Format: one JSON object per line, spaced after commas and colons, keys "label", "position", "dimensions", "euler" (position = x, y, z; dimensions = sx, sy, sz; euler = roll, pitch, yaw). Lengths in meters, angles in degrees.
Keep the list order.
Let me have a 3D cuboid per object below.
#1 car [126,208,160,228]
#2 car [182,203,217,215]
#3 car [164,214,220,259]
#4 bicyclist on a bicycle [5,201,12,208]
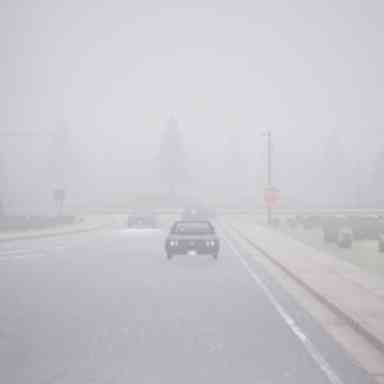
{"label": "car", "position": [-3.503, 1.842, 24.523], "dimensions": [1.994, 1.385, 4.181], "euler": [0, -1, 1]}
{"label": "car", "position": [0.700, 1.670, 28.156], "dimensions": [2.097, 1.767, 4.553], "euler": [0, -1, 16]}
{"label": "car", "position": [0.028, 1.752, 13.227], "dimensions": [1.895, 1.301, 4.718], "euler": [0, -1, 1]}
{"label": "bicyclist on a bicycle", "position": [-22.671, 1.871, 41.261], "dimensions": [0.582, 1.620, 1.656], "euler": [0, 5, 1]}
